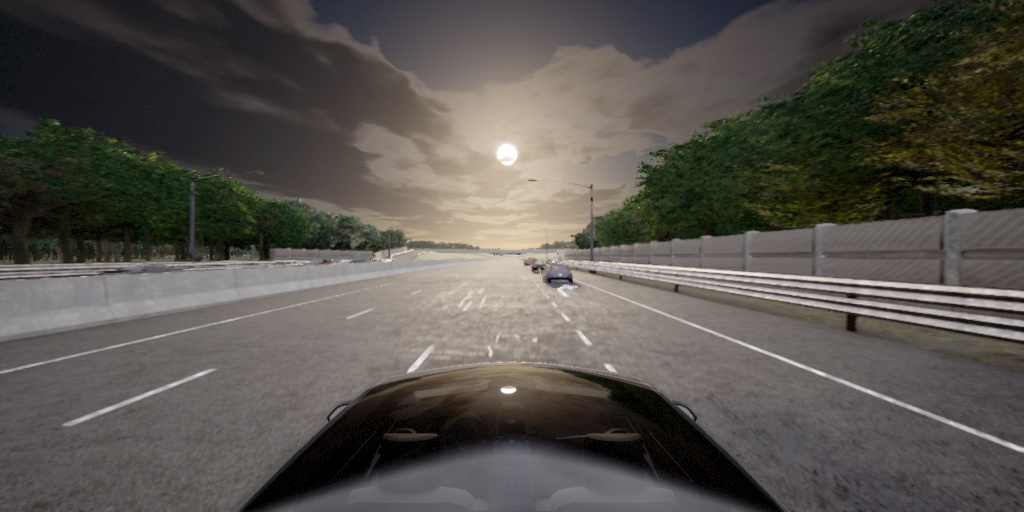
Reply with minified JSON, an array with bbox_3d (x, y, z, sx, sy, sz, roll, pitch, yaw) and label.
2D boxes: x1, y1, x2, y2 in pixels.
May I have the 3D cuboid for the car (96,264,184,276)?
[{"bbox_3d":[-28.079,1.298,27.391,2.033,1.411,5.357,0,0,0],"label":"car"}]

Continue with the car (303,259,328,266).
[{"bbox_3d":[-24.544,1.115,45.650,2.097,1.767,4.553,0,0,1],"label":"car"}]

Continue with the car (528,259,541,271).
[{"bbox_3d":[3.499,1.368,47.890,1.895,1.301,4.718,0,0,0],"label":"car"}]

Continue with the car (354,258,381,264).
[{"bbox_3d":[-17.547,1.311,45.548,2.033,1.411,5.357,0,0,1],"label":"car"}]

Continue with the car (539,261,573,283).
[{"bbox_3d":[3.451,1.321,27.805,1.994,1.385,4.181,0,0,-1],"label":"car"}]

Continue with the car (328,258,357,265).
[{"bbox_3d":[-21.047,1.289,45.706,1.812,1.442,4.674,0,0,1],"label":"car"}]
